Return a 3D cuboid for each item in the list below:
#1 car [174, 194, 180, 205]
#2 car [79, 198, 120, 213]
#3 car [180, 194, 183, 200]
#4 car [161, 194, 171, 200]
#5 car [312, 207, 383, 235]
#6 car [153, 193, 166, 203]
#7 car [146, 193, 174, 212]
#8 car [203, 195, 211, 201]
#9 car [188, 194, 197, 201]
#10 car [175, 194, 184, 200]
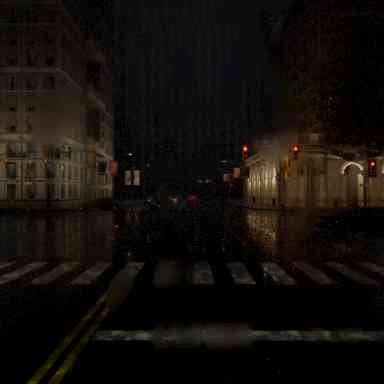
[{"bbox_3d":[-3.623,1.353,58.132,2.097,1.767,4.553,0,0,0],"label":"car"},{"bbox_3d":[-10.223,1.505,37.040,1.837,1.490,4.892,2,1,36],"label":"car"},{"bbox_3d":[-3.452,1.540,71.445,2.033,1.411,5.357,0,0,1],"label":"car"},{"bbox_3d":[-6.802,1.341,87.089,2.033,1.411,5.357,0,0,1],"label":"car"},{"bbox_3d":[9.359,1.547,17.863,5.357,1.411,2.033,0,0,11],"label":"car"},{"bbox_3d":[-6.953,1.225,71.358,2.150,2.045,5.566,0,0,1],"label":"car"},{"bbox_3d":[-3.632,1.222,39.126,2.150,2.045,5.566,0,0,0],"label":"car"},{"bbox_3d":[3.617,1.464,78.575,2.033,1.411,5.357,0,0,1],"label":"car"},{"bbox_3d":[0.117,1.279,78.577,2.097,1.767,4.553,0,0,1],"label":"car"},{"bbox_3d":[-3.302,1.326,87.056,2.128,1.511,4.902,0,0,1],"label":"car"}]
